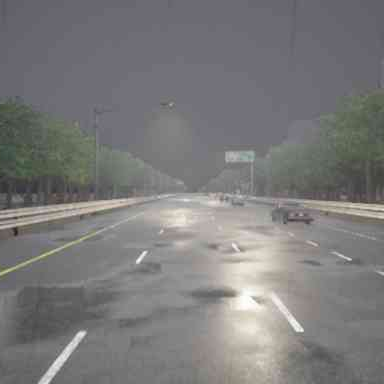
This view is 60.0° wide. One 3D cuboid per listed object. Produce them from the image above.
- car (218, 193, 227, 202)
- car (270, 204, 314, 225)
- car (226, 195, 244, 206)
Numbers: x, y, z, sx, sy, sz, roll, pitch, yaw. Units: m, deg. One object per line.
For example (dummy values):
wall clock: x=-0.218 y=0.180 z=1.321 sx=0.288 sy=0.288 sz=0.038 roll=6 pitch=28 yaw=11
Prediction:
car: x=7.308 y=1.317 z=76.447 sx=2.097 sy=1.767 sz=4.553 roll=0 pitch=0 yaw=0
car: x=7.031 y=1.547 z=23.883 sx=2.033 sy=1.411 sz=5.357 roll=0 pitch=0 yaw=0
car: x=7.154 y=1.536 z=53.475 sx=2.033 sy=1.411 sz=5.357 roll=0 pitch=0 yaw=0
